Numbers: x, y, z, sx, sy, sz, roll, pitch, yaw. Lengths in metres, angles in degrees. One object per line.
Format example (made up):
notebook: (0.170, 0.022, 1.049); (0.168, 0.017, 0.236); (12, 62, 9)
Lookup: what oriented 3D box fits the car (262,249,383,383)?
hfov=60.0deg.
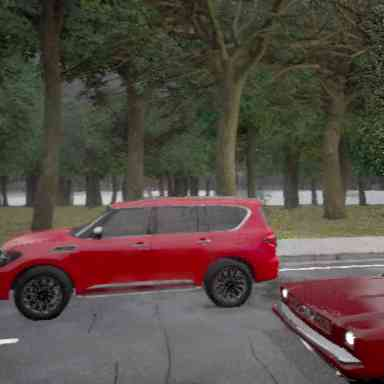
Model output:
car: (3.570, 1.536, 4.421); (4.718, 1.301, 1.895); (0, 1, -10)

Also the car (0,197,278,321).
car: (-0.980, 1.138, 6.924); (5.566, 2.045, 2.150); (0, 1, -10)
